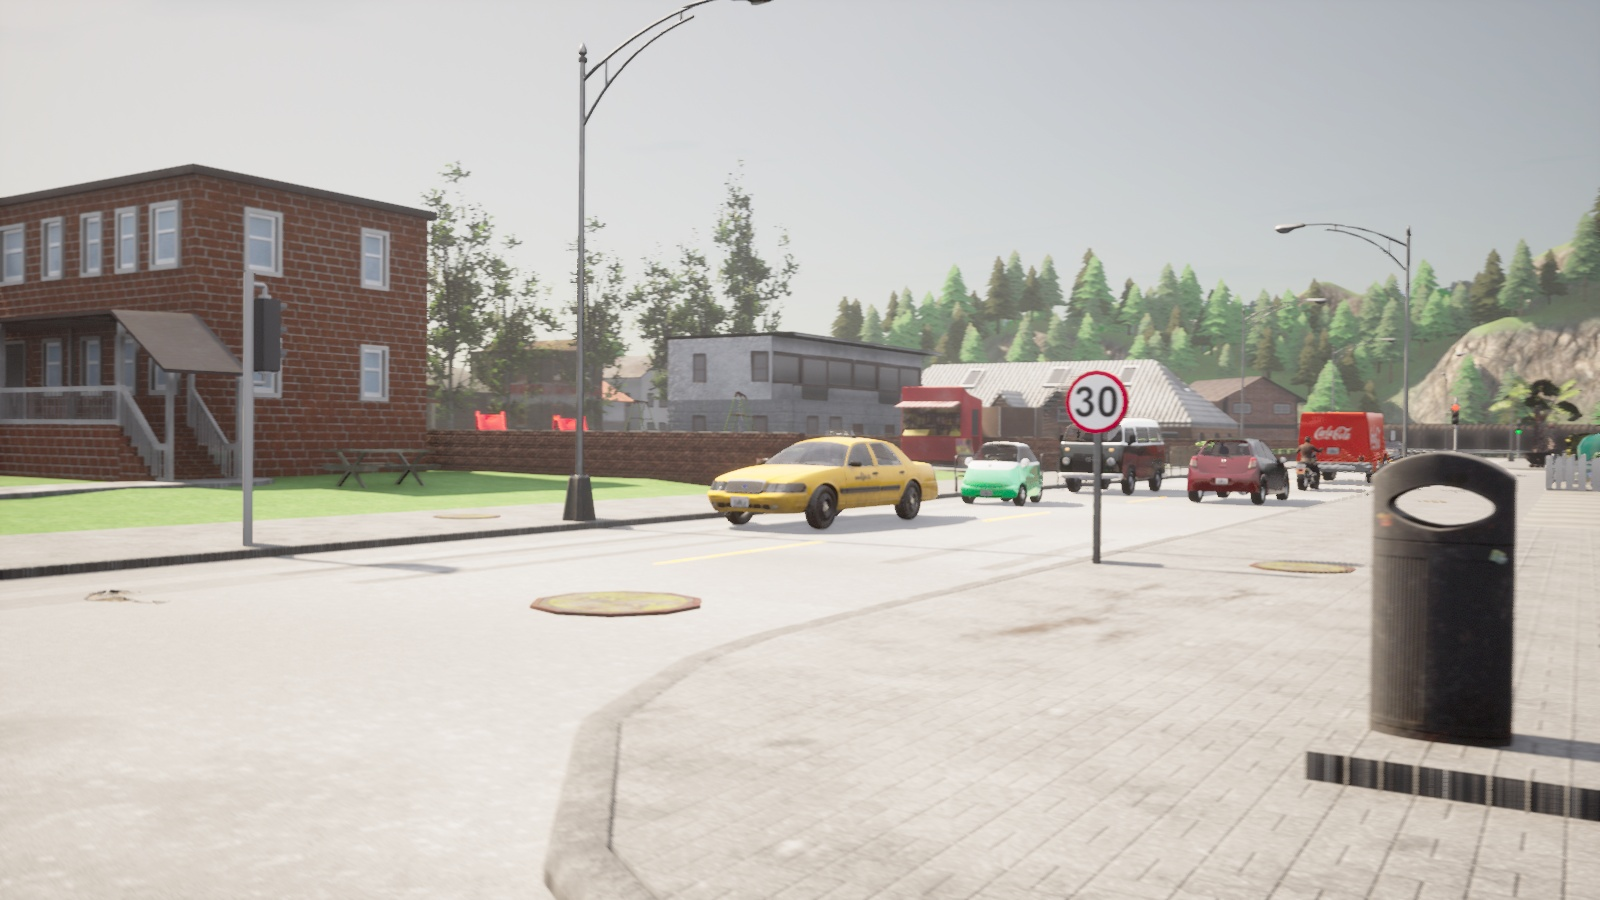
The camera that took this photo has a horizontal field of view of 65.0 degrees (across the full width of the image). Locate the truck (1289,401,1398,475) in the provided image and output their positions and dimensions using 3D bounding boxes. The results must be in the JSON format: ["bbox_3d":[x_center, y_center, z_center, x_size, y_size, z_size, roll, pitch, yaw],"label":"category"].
[{"bbox_3d":[19.368,-0.426,44.603,2.627,2.467,5.204,0,1,34],"label":"truck"}]

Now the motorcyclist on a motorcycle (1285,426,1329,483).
[{"bbox_3d":[15.146,0.127,37.478,0.766,1.649,2.350,0,1,33],"label":"motorcyclist on a motorcycle"}]

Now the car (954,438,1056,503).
[{"bbox_3d":[4.582,0.425,27.915,1.481,1.376,2.207,0,0,32],"label":"car"}]

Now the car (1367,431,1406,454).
[{"bbox_3d":[38.873,-0.529,83.230,1.845,1.501,3.633,0,1,33],"label":"car"}]

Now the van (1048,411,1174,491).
[{"bbox_3d":[8.589,-0.013,34.394,2.069,2.038,4.480,0,1,32],"label":"van"}]

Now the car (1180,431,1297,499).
[{"bbox_3d":[10.488,0.315,29.901,1.845,1.501,3.633,0,1,33],"label":"car"}]

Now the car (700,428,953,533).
[{"bbox_3d":[0.634,0.414,21.534,1.801,1.575,5.366,0,1,32],"label":"car"}]
